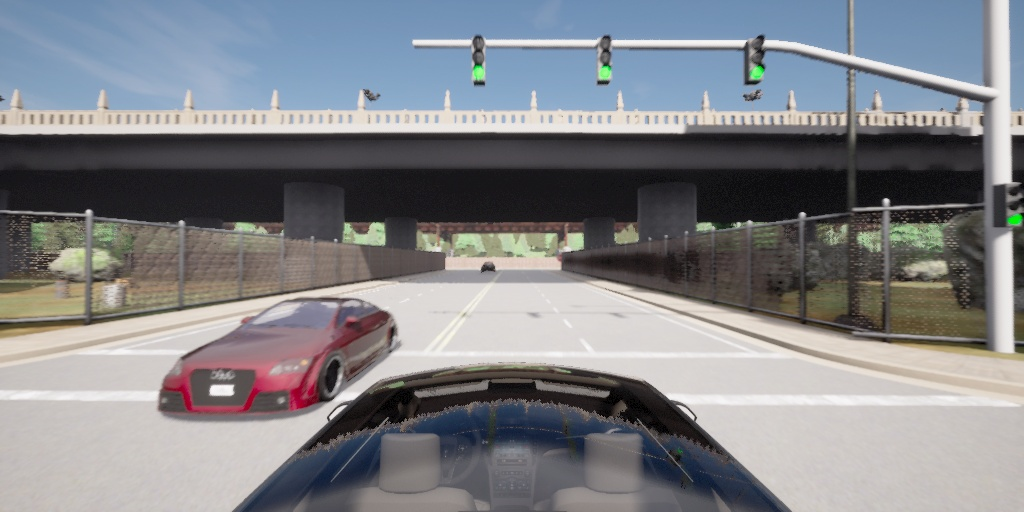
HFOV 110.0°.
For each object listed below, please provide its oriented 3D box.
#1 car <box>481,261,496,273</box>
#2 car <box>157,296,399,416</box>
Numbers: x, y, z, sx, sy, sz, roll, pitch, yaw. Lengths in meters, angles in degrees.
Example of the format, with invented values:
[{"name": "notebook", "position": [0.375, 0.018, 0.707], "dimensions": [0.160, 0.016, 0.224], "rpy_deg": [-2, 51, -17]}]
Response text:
[{"name": "car", "position": [-3.503, 1.579, 53.511], "dimensions": [2.097, 1.767, 4.553], "rpy_deg": [0, -1, 0]}, {"name": "car", "position": [-3.500, 1.437, 6.316], "dimensions": [1.994, 1.385, 4.181], "rpy_deg": [0, 0, 0]}]
